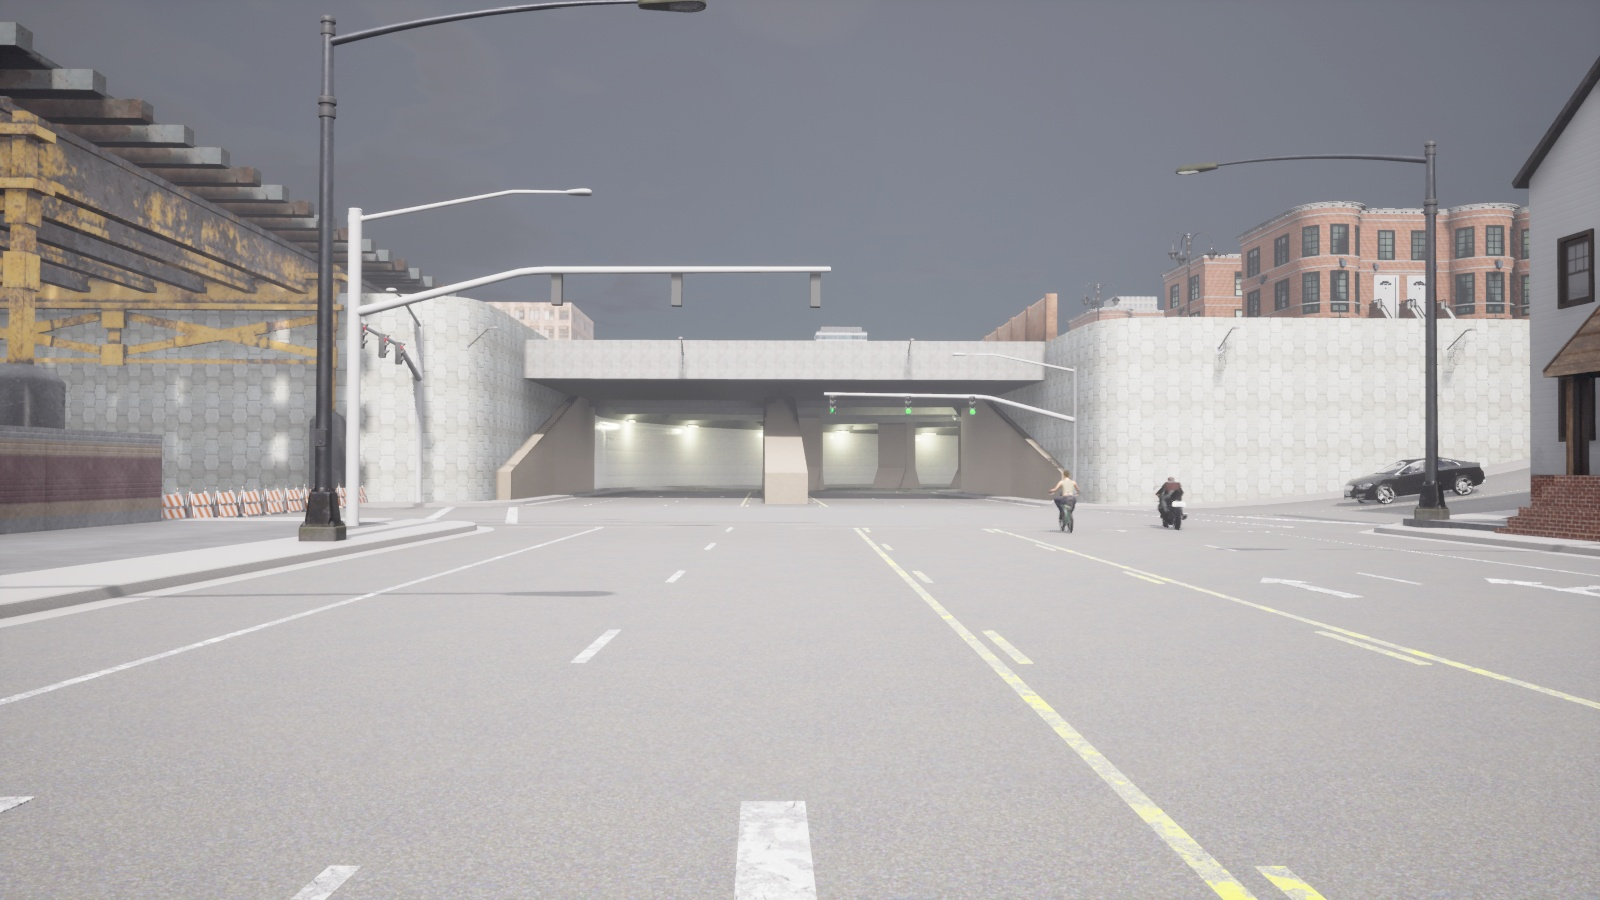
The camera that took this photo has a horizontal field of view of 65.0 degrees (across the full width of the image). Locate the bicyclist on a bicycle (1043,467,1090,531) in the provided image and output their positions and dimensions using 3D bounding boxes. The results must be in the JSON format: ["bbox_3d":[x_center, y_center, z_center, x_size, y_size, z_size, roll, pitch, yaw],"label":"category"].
[{"bbox_3d":[6.911,1.277,32.611,0.866,1.612,1.509,0,-2,0],"label":"bicyclist on a bicycle"}]

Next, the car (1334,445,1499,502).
[{"bbox_3d":[22.729,0.861,46.410,4.902,1.511,2.128,-7,-1,-1],"label":"car"}]

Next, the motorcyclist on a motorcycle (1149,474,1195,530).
[{"bbox_3d":[10.603,1.447,35.875,0.866,1.530,2.191,0,-1,6],"label":"motorcyclist on a motorcycle"}]
